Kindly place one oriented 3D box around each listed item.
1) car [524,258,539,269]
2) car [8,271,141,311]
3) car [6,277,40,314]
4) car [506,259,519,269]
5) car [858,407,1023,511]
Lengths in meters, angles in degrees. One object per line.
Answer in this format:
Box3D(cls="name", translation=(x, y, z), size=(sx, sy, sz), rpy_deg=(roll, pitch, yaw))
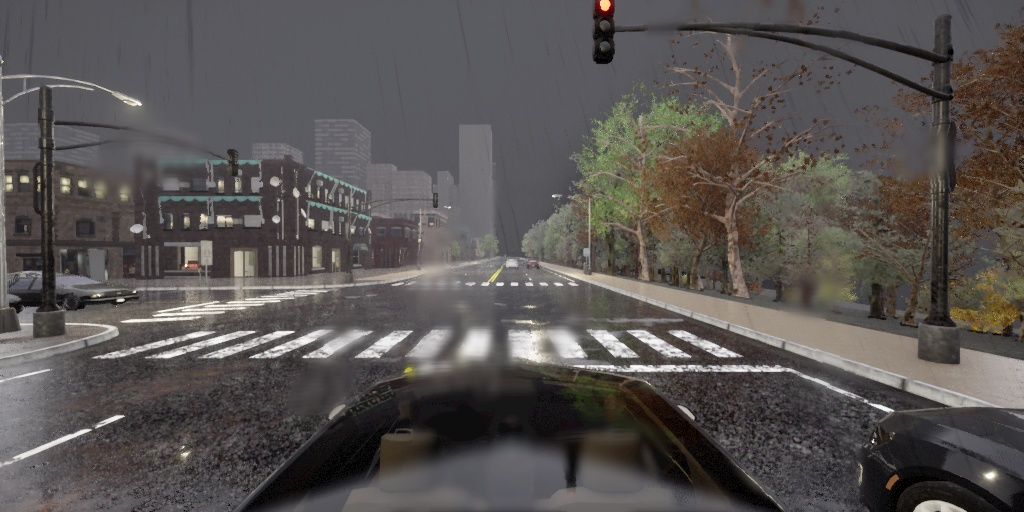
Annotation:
Box3D(cls="car", translation=(3.238, 1.255, 56.875), size=(1.812, 1.442, 4.674), rpy_deg=(0, 0, 0))
Box3D(cls="car", translation=(-19.212, 1.511, 15.179), size=(5.357, 1.411, 2.033), rpy_deg=(-1, 1, 0))
Box3D(cls="car", translation=(-19.969, 1.565, 12.473), size=(4.313, 1.339, 1.948), rpy_deg=(0, 0, 0))
Box3D(cls="car", translation=(-0.010, 1.256, 56.034), size=(1.812, 1.442, 4.674), rpy_deg=(0, 0, 0))
Box3D(cls="car", translation=(3.352, 1.255, 0.472), size=(1.837, 1.490, 4.892), rpy_deg=(0, 0, 0))
